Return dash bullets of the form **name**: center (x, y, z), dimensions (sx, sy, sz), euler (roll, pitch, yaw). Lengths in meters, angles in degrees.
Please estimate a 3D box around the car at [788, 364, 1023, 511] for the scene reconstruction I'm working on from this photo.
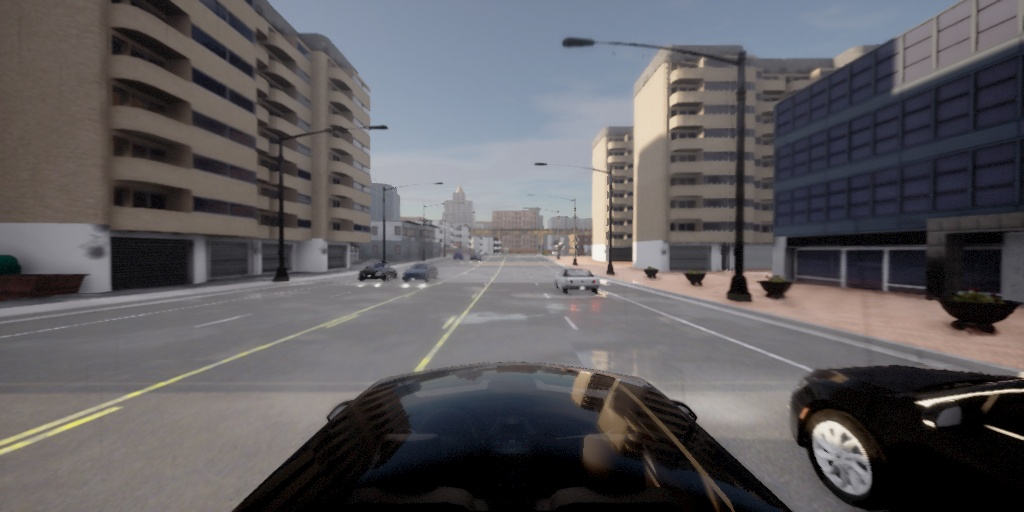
- **car**: center (3.579, 1.268, 1.457), dimensions (1.837, 1.490, 4.892), euler (0, 1, 0)

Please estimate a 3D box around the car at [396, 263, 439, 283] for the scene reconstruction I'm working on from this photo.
- **car**: center (-7.089, 1.273, 28.370), dimensions (2.033, 1.411, 5.357), euler (0, 0, 0)

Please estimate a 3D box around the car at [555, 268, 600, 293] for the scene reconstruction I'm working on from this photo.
- **car**: center (3.597, 1.360, 20.571), dimensions (1.895, 1.301, 4.718), euler (0, 0, 0)

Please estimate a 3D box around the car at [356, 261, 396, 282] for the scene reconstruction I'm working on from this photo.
- **car**: center (-10.584, 1.279, 28.597), dimensions (1.994, 1.385, 4.181), euler (0, 0, 0)
